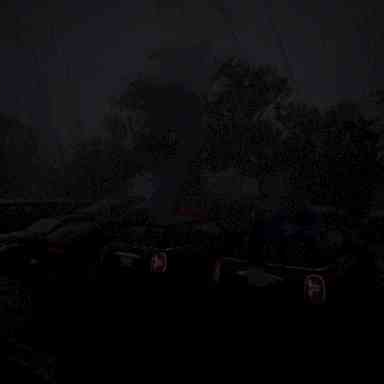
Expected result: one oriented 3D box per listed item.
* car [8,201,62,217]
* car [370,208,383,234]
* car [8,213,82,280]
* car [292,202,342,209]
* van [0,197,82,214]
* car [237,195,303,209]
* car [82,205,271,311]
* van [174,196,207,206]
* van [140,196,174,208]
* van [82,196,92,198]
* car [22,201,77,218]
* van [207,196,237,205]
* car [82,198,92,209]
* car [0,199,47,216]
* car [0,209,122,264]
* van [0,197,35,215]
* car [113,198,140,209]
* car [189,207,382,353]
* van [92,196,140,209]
[{"bbox_3d":[-17.194,1.772,36.596,2.097,1.535,5.008,-1,-1,36],"label":"car"},{"bbox_3d":[9.929,1.536,17.196,2.002,1.452,4.674,0,0,36],"label":"car"},{"bbox_3d":[-2.298,1.494,9.857,2.097,1.535,5.008,0,0,36],"label":"car"},{"bbox_3d":[7.673,1.495,18.806,2.097,1.535,5.008,0,0,36],"label":"car"},{"bbox_3d":[-6.878,1.265,12.997,1.878,1.987,4.442,0,0,36],"label":"van"},{"bbox_3d":[5.306,1.242,20.472,2.435,2.045,5.566,0,0,36],"label":"car"},{"bbox_3d":[-0.054,1.370,8.220,2.185,1.767,4.553,0,0,36],"label":"car"},{"bbox_3d":[0.985,1.264,23.740,1.878,1.987,4.442,0,0,36],"label":"van"},{"bbox_3d":[-1.511,1.262,25.240,1.878,1.987,4.442,-1,0,36],"label":"van"},{"bbox_3d":[-10.265,1.416,31.789,1.878,1.987,4.442,-1,-1,36],"label":"van"},{"bbox_3d":[-14.839,1.727,34.911,2.097,1.535,5.008,-1,-1,36],"label":"car"},{"bbox_3d":[3.137,1.265,22.202,1.878,1.987,4.442,0,0,36],"label":"van"},{"bbox_3d":[-8.184,1.596,29.930,1.946,1.575,5.366,-1,-1,36],"label":"car"},{"bbox_3d":[-19.362,1.688,38.115,2.185,1.767,4.553,-1,-1,36],"label":"car"},{"bbox_3d":[-4.551,1.533,11.479,2.002,1.452,4.674,0,0,36],"label":"car"},{"bbox_3d":[-21.529,1.630,39.847,1.878,1.987,4.442,-1,-1,36],"label":"van"},{"bbox_3d":[-3.570,1.513,26.862,2.097,1.535,5.008,-1,-1,36],"label":"car"},{"bbox_3d":[2.203,1.372,6.605,2.185,1.767,4.553,0,0,36],"label":"car"},{"bbox_3d":[-5.896,1.330,28.376,1.878,1.987,4.442,-1,-1,36],"label":"van"}]
